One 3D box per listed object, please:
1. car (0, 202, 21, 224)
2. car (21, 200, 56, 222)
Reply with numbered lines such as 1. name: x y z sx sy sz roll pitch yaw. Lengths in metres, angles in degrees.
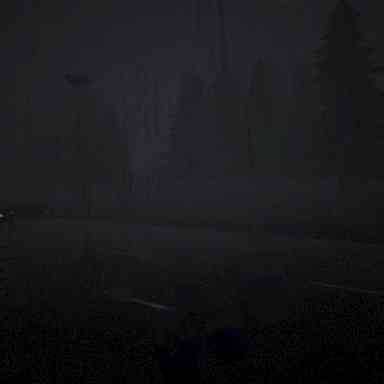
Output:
1. car: -13.792 1.478 22.423 4.181 1.385 1.994 0 0 35
2. car: -12.630 1.388 25.891 5.008 1.535 1.882 0 0 35
